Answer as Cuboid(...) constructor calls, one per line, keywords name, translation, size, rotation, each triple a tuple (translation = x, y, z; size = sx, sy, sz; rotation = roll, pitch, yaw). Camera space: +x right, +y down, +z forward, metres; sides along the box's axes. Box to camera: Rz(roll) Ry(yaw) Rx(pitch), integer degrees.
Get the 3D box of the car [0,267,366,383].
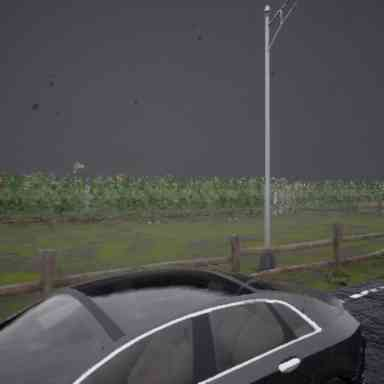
Cuboid(name="car", translation=(-0.523, 1.509, 2.654), size=(4.892, 1.490, 1.837), rotation=(0, 0, -35))
